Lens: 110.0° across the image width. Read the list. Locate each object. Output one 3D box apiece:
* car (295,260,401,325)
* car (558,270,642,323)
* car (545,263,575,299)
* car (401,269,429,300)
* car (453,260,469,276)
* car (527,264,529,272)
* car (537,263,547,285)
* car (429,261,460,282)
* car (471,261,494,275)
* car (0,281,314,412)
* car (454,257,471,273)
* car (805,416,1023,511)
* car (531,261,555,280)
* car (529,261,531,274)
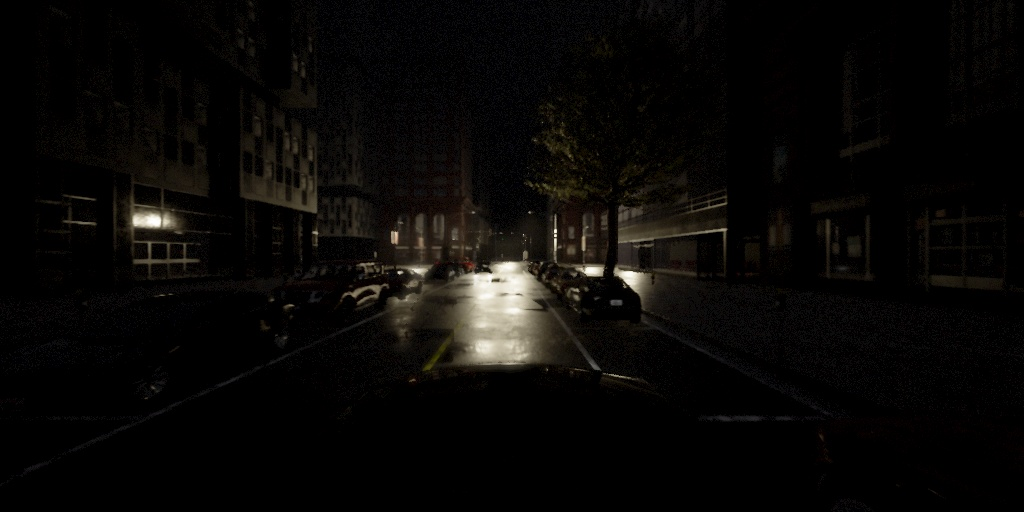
[{"bbox_3d":[-5.667,1.059,11.885,2.192,1.841,5.009,0,0,0],"label":"car"},{"bbox_3d":[2.858,1.309,11.878,1.948,1.339,4.313,0,0,0],"label":"car"},{"bbox_3d":[2.858,1.267,17.688,1.751,1.417,4.829,0,0,0],"label":"car"},{"bbox_3d":[-5.666,1.287,17.525,1.888,1.381,4.507,0,0,0],"label":"car"},{"bbox_3d":[-5.665,1.311,34.440,1.948,1.339,4.313,0,0,0],"label":"car"},{"bbox_3d":[2.861,1.314,40.074,1.948,1.339,4.313,0,0,0],"label":"car"},{"bbox_3d":[2.859,1.323,23.157,1.802,1.307,4.207,0,0,0],"label":"car"},{"bbox_3d":[-5.666,1.308,28.802,1.948,1.339,4.313,0,0,0],"label":"car"},{"bbox_3d":[-3.078,1.255,39.821,1.837,1.490,4.892,0,-1,0],"label":"car"},{"bbox_3d":[-5.668,1.313,6.248,1.948,1.339,4.313,0,0,0],"label":"car"},{"bbox_3d":[-5.665,1.064,40.078,2.192,1.841,5.009,0,0,0],"label":"car"},{"bbox_3d":[2.857,1.295,0.599,1.888,1.381,4.507,0,0,0],"label":"car"},{"bbox_3d":[2.860,1.181,28.797,1.967,1.591,4.097,0,0,0],"label":"car"},{"bbox_3d":[2.860,1.326,34.435,1.802,1.307,4.207,0,0,0],"label":"car"}]
